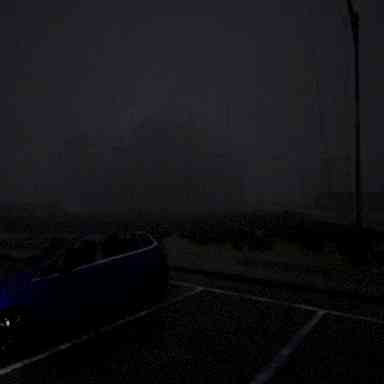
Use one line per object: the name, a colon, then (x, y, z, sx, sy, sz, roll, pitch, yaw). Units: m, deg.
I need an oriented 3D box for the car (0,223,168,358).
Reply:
car: (-2.529, 1.544, 6.552, 2.242, 1.667, 4.611, -1, 0, 36)
